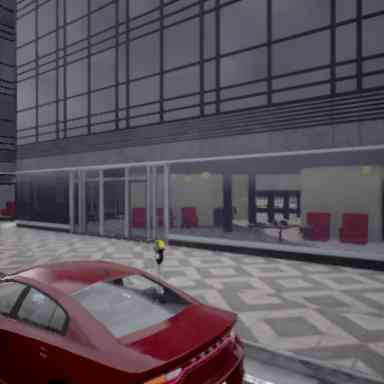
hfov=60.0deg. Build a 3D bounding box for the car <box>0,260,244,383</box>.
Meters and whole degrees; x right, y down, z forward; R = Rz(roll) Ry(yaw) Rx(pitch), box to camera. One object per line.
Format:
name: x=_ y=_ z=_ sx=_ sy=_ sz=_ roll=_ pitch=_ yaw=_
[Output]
car: x=-1.586 y=1.535 z=4.088 sx=4.507 sy=1.381 sz=1.887 roll=0 pitch=0 yaw=35
